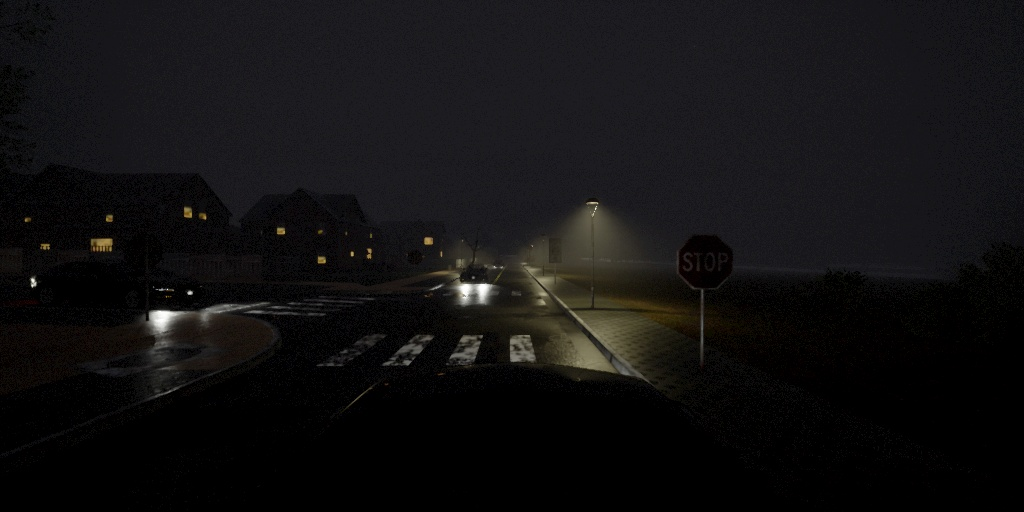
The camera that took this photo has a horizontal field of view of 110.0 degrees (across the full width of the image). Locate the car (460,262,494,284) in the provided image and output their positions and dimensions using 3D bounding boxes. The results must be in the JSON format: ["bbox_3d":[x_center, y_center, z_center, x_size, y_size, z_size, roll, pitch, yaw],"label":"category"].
[{"bbox_3d":[-2.695,1.318,26.971,1.994,1.385,4.181,0,0,0],"label":"car"}]

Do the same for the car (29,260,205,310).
[{"bbox_3d":[-13.136,0.901,12.069,4.892,1.490,1.837,2,0,3],"label":"car"}]
